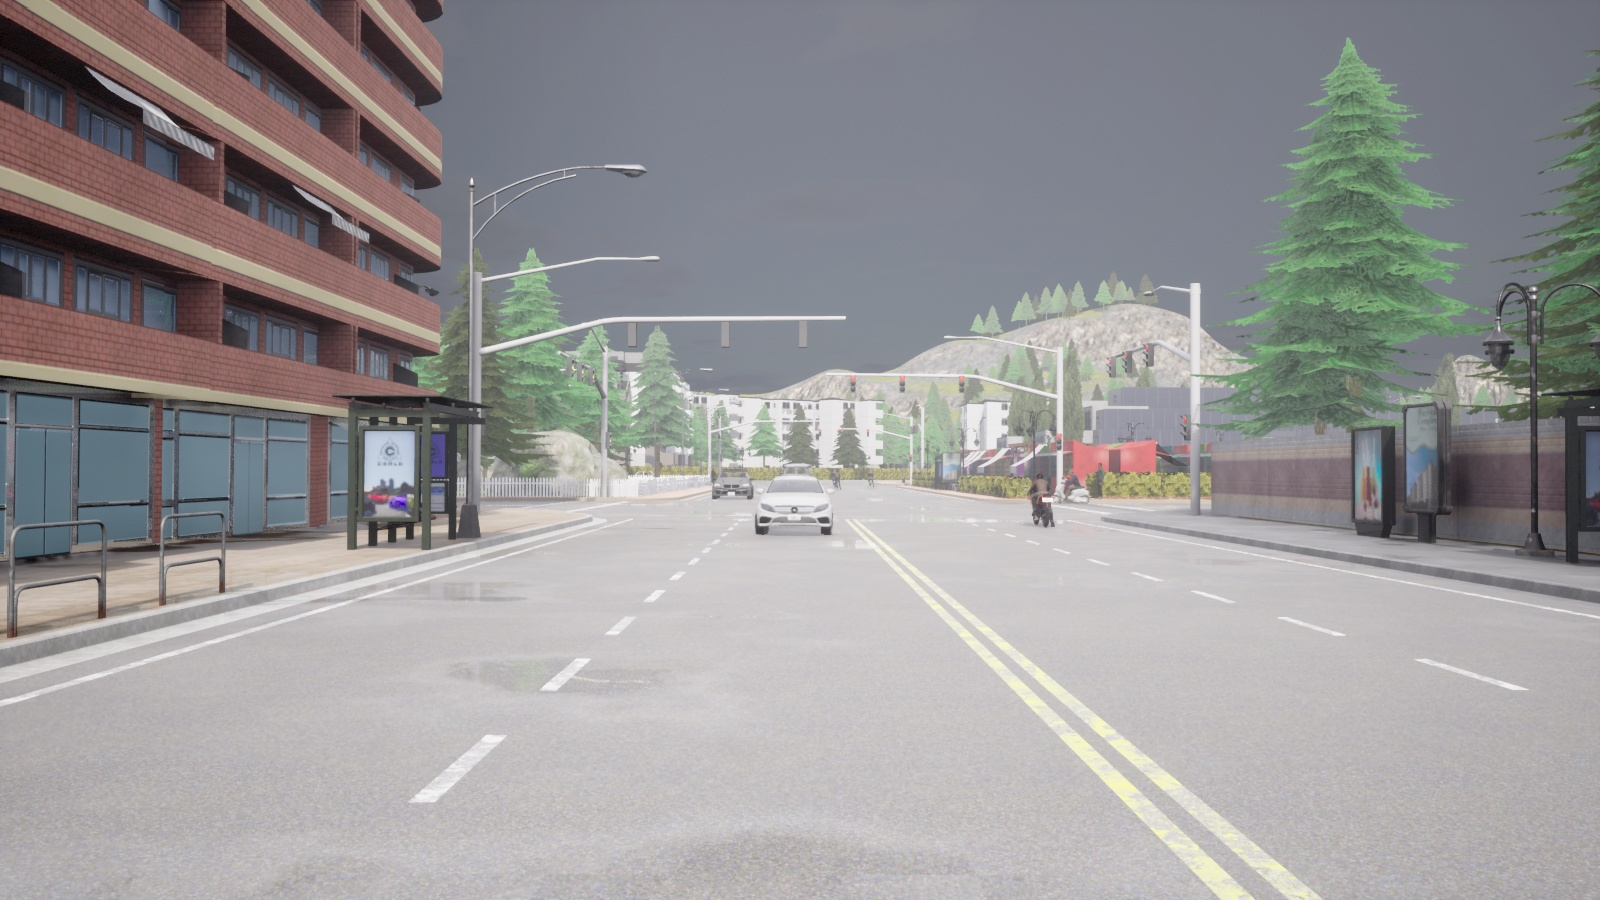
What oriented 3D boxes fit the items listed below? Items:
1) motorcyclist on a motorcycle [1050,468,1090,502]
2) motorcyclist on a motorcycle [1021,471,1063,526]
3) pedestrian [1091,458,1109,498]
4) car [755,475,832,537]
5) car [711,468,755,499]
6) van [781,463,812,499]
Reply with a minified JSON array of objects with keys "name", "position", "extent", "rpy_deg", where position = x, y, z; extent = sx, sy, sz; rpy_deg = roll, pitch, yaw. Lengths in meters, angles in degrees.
[{"name":"motorcyclist on a motorcycle","position":[12.724,1.654,59.180],"extent":[1.817,1.590,0.866],"rpy_deg":[-1,-2,11]},{"name":"motorcyclist on a motorcycle","position":[6.901,1.371,35.922],"extent":[0.797,1.523,2.044],"rpy_deg":[0,-1,0]},{"name":"pedestrian","position":[14.962,1.401,62.560],"extent":[0.788,1.949,0.423],"rpy_deg":[0,-1,2]},{"name":"car","position":[-0.117,1.376,31.918],"extent":[1.812,1.442,4.674],"rpy_deg":[0,-1,1]},{"name":"car","position":[-3.693,1.844,69.900],"extent":[2.242,1.667,4.611],"rpy_deg":[0,-1,0]},{"name":"van","position":[-0.201,1.800,73.544],"extent":[1.775,1.987,4.442],"rpy_deg":[0,-1,0]}]
